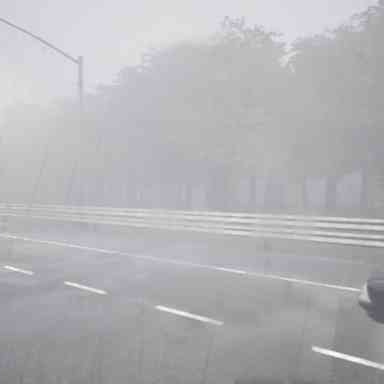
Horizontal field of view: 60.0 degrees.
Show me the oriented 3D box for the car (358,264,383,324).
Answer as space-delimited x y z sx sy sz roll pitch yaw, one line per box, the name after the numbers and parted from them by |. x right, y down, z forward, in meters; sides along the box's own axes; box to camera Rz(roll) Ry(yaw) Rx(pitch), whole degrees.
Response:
4.981 1.602 4.617 4.718 1.301 1.895 0 0 36 | car
